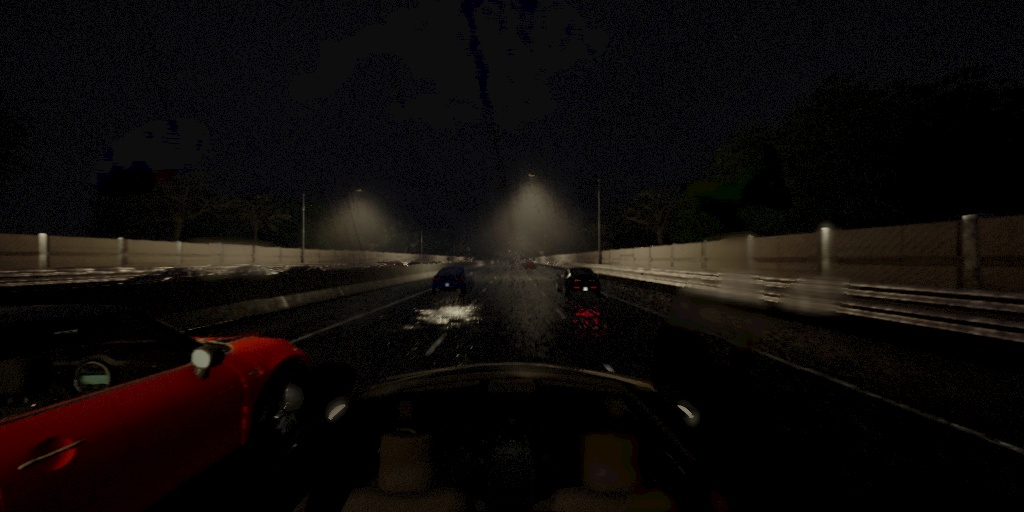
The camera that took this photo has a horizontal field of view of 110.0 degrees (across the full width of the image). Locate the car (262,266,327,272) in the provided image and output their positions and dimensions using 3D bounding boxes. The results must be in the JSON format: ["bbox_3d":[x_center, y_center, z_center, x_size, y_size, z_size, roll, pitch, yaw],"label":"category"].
[{"bbox_3d":[-14.085,1.419,24.163,1.837,1.490,4.892,0,0,0],"label":"car"}]

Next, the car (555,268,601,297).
[{"bbox_3d":[3.602,1.385,19.985,1.837,1.490,4.892,0,0,0],"label":"car"}]

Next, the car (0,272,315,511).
[{"bbox_3d":[-3.400,1.107,2.429,2.097,1.767,4.553,0,0,0],"label":"car"}]

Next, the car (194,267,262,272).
[{"bbox_3d":[-17.589,1.459,23.818,2.033,1.411,5.357,0,0,0],"label":"car"}]

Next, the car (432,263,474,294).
[{"bbox_3d":[-3.397,1.369,21.292,1.882,1.535,5.008,0,0,0],"label":"car"}]

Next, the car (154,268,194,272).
[{"bbox_3d":[-21.088,1.449,22.466,2.033,1.411,5.357,0,0,0],"label":"car"}]
